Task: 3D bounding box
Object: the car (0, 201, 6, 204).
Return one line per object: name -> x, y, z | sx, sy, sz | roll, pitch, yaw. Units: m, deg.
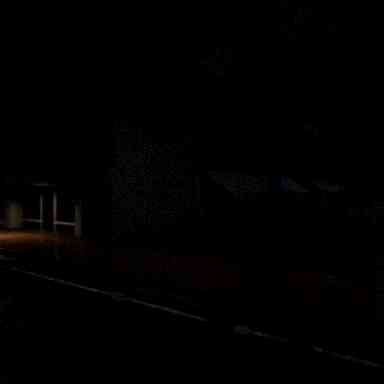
car -> -19.037, 1.565, 34.252 | 1.994, 1.385, 4.181 | 0, 0, 36
